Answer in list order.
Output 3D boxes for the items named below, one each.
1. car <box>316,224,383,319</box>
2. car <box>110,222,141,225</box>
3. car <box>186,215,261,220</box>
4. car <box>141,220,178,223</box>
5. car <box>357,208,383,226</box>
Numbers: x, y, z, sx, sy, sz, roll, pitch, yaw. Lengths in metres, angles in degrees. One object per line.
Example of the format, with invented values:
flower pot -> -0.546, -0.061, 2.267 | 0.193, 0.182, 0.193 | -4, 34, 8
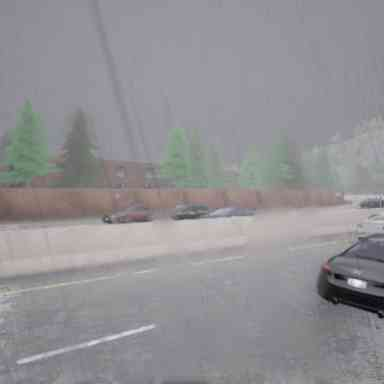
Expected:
car -> 4.515, 1.562, 6.969 | 4.181, 1.385, 1.994 | 0, 0, -35
car -> -3.900, 1.561, 22.706 | 4.181, 1.385, 1.994 | 0, 0, -36
car -> 2.032, 1.522, 18.324 | 4.674, 1.442, 1.812 | 0, 0, -36
car -> -0.413, 1.502, 20.894 | 4.892, 1.490, 1.837 | 0, 0, -36
car -> 8.920, 1.521, 14.422 | 4.674, 1.442, 1.812 | 0, 0, -36
